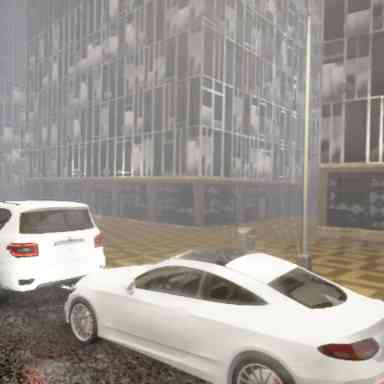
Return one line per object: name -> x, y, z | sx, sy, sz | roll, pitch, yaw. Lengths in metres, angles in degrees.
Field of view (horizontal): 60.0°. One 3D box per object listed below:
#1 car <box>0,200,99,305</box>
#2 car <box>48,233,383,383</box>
car -> -4.521, 1.217, 8.222 | 5.566, 2.045, 2.150 | 0, 0, 38
car -> 0.159, 1.534, 4.660 | 4.674, 1.442, 1.812 | 0, 0, 37
